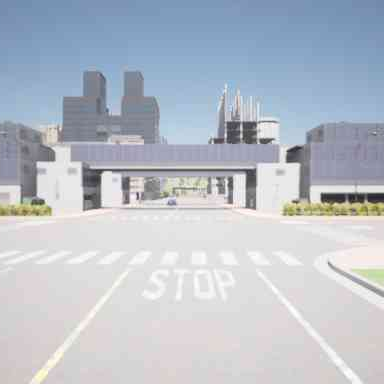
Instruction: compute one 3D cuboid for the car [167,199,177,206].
[{"bbox_3d":[-4.200,2.139,69.717,1.882,1.535,5.008,0,-1,0],"label":"car"}]
